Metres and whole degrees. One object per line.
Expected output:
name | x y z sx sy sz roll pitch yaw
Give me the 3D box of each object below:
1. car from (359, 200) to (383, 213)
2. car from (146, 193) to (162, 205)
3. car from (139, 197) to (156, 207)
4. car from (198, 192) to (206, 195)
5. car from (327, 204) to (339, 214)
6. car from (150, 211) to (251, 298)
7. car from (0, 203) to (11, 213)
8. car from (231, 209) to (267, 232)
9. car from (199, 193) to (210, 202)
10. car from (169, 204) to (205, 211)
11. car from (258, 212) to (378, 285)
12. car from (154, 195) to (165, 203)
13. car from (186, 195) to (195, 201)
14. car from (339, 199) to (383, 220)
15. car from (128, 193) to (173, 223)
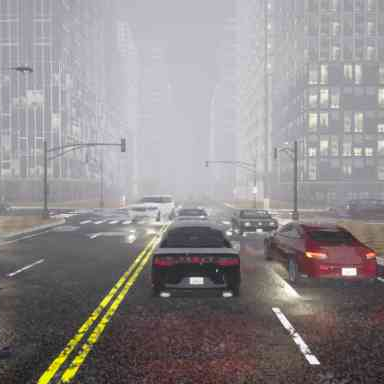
car | 21.690 1.643 37.497 4.829 1.417 1.752 1 0 1
car | -6.766 1.175 59.695 2.150 2.045 5.566 0 0 0
car | -6.752 1.528 50.662 1.994 1.385 4.181 0 0 0
car | 2.963 1.135 90.389 2.150 2.045 5.566 0 0 0
car | 16.753 1.608 34.967 4.902 1.511 2.128 1 1 1
car | 0.069 1.474 8.567 1.882 1.535 5.008 0 0 0
car | -20.084 1.364 32.263 4.674 1.442 1.812 1 1 1
car | 3.291 1.591 18.451 1.895 1.301 4.718 0 0 0
car | 3.014 1.458 74.832 1.812 1.442 4.674 0 0 0
car | 0.040 1.538 18.388 2.033 1.411 5.357 0 0 0
car | 3.321 1.521 9.332 1.812 1.442 4.674 0 0 0
car | -6.723 1.465 69.835 1.812 1.442 4.674 0 0 0
car | -0.258 1.425 80.972 1.837 1.490 4.892 0 0 0
car | 16.108 1.519 29.192 5.009 1.841 2.192 1 0 1
car | -2.972 1.250 25.770 2.150 2.045 5.566 -1 -2 13
